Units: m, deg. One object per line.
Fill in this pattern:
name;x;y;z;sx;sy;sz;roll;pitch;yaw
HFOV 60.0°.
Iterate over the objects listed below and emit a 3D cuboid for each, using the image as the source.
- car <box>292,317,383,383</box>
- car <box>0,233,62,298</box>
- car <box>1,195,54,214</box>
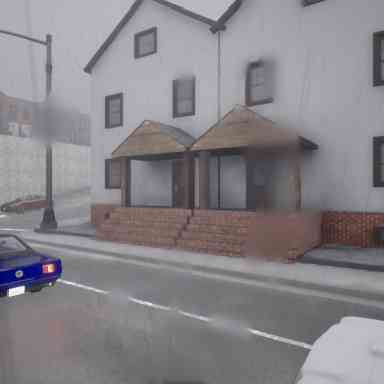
car;2.984;1.601;1.853;4.718;1.301;1.895;0;0;36
car;-5.131;1.601;7.632;4.718;1.301;1.895;0;0;36
car;-14.385;0.973;29.266;1.994;1.385;4.181;0;7;35
